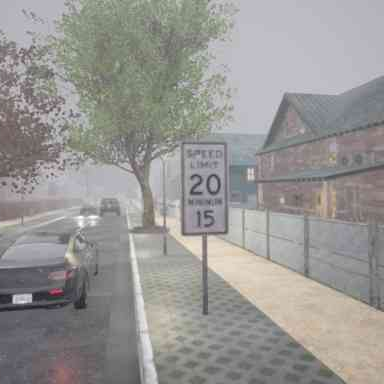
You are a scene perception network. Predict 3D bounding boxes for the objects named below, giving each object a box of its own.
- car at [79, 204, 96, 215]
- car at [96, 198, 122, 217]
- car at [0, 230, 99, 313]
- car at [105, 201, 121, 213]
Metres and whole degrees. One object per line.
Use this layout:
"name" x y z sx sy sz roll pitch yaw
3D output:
"car" -12.889 2.135 41.655 1.895 1.301 4.718 -1 -1 -11
"car" -9.277 1.670 37.890 2.150 2.045 5.566 -1 -1 -11
"car" -3.243 1.615 7.720 1.812 1.442 4.674 -1 -1 -11
"car" -11.350 2.115 47.932 2.033 1.411 5.357 -1 -1 -11
